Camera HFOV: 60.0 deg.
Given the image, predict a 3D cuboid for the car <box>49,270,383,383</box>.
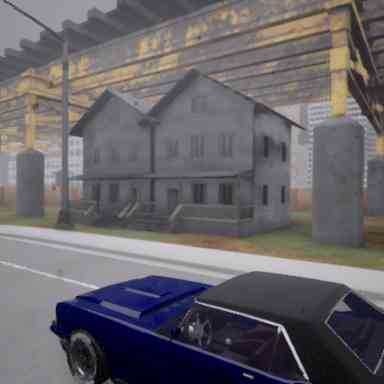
[{"bbox_3d":[0.536,1.587,3.592,4.718,1.301,1.895,1,0,36],"label":"car"}]
